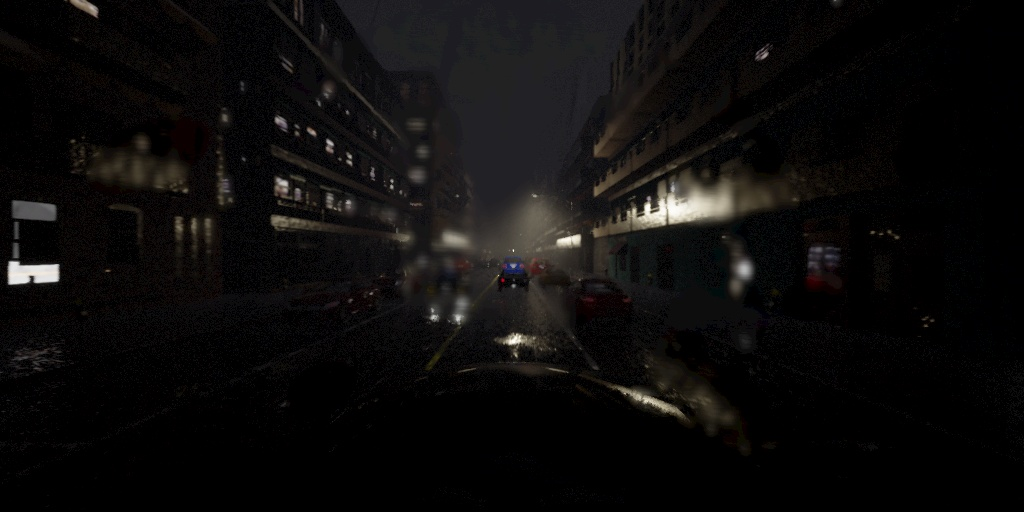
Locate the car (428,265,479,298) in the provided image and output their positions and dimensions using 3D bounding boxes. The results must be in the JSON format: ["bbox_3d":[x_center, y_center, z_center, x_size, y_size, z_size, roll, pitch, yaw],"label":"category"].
[{"bbox_3d":[-3.091,1.354,18.816,1.994,1.385,4.181,0,0,0],"label":"car"}]

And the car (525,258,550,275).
[{"bbox_3d":[2.704,1.142,34.260,2.192,1.841,5.009,0,0,0],"label":"car"}]

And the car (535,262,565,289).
[{"bbox_3d":[2.700,1.326,23.226,1.751,1.417,4.829,0,0,0],"label":"car"}]

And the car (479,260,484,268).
[{"bbox_3d":[-5.665,1.477,62.302,1.802,1.307,4.207,0,0,0],"label":"car"}]

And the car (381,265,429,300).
[{"bbox_3d":[-5.650,1.227,17.486,1.967,1.591,4.097,0,0,0],"label":"car"}]

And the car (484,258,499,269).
[{"bbox_3d":[-3.012,1.242,59.969,2.097,1.767,4.553,0,0,1],"label":"car"}]

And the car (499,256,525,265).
[{"bbox_3d":[0.116,1.054,35.663,2.150,2.045,5.566,0,0,0],"label":"car"}]

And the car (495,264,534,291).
[{"bbox_3d":[0.113,1.400,22.255,1.895,1.301,4.718,0,0,0],"label":"car"}]

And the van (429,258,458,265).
[{"bbox_3d":[-5.646,1.155,28.690,1.690,1.789,3.998,0,0,0],"label":"van"}]

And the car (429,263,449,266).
[{"bbox_3d":[-5.648,1.351,23.088,2.007,1.370,4.403,0,0,0],"label":"car"}]

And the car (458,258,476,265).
[{"bbox_3d":[-5.664,1.155,39.894,2.192,1.841,5.009,0,0,0],"label":"car"}]

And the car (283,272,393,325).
[{"bbox_3d":[-5.653,1.356,11.884,1.802,1.307,4.207,0,0,0],"label":"car"}]

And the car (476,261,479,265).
[{"bbox_3d":[-5.679,1.405,45.496,2.007,1.370,4.403,0,0,0],"label":"car"}]

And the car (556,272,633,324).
[{"bbox_3d":[2.695,1.356,11.852,1.802,1.307,4.207,0,0,0],"label":"car"}]
